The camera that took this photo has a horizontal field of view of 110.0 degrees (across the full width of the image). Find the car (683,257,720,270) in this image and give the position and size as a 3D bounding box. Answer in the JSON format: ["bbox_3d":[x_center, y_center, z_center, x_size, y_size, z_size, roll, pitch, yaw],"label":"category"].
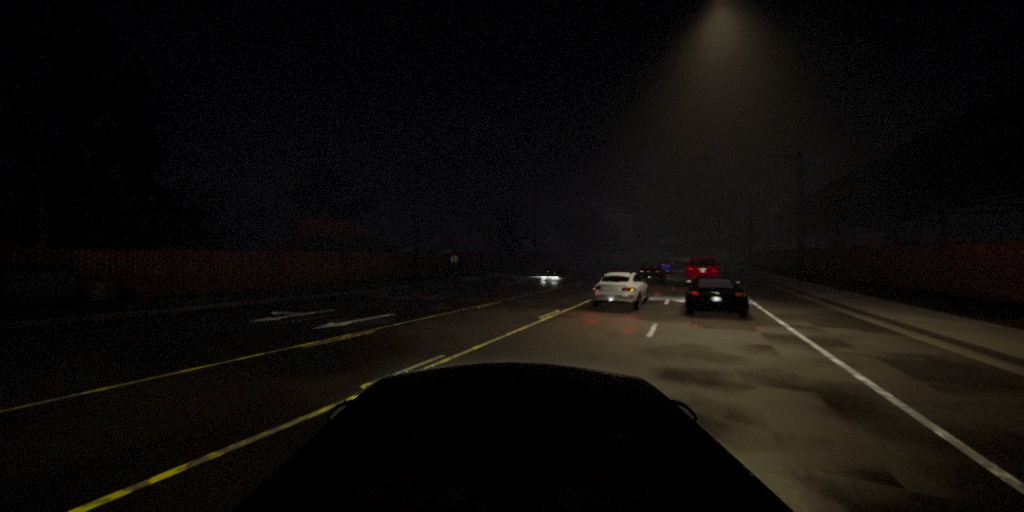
[{"bbox_3d":[13.990,1.074,26.450,2.150,2.045,5.566,0,0,27],"label":"car"}]

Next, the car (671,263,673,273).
[{"bbox_3d":[17.300,1.198,41.060,1.882,1.535,5.008,0,1,27],"label":"car"}]

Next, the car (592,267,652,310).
[{"bbox_3d":[4.815,1.410,15.753,1.812,1.442,4.674,0,0,27],"label":"car"}]

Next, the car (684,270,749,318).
[{"bbox_3d":[7.806,1.426,13.907,1.994,1.385,4.181,0,0,27],"label":"car"}]

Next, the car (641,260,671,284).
[{"bbox_3d":[11.269,1.358,28.821,2.128,1.511,4.902,0,0,27],"label":"car"}]

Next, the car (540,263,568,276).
[{"bbox_3d":[4.634,1.438,39.175,1.994,1.385,4.181,0,0,27],"label":"car"}]
